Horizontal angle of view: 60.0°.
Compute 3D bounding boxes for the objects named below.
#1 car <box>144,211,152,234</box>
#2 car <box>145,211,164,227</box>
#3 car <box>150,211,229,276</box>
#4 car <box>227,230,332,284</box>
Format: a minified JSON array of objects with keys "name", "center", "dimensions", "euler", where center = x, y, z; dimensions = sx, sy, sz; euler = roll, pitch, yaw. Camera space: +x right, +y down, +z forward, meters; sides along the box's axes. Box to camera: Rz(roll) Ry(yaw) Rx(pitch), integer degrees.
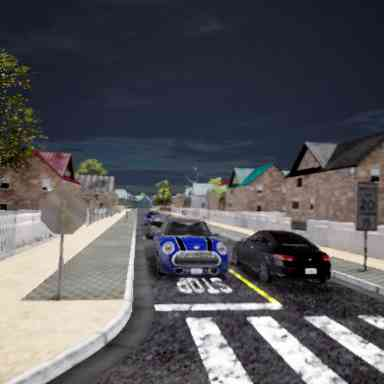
[{"name":"car","center":[-1.981,2.263,22.527],"dimensions":[2.128,1.511,4.902],"euler":[3,-3,-9]},{"name":"car","center":[-4.051,2.775,35.306],"dimensions":[1.812,1.442,4.674],"euler":[3,-3,-9]},{"name":"car","center":[-0.197,1.718,11.612],"dimensions":[2.097,1.767,4.553],"euler":[3,-2,-9]},{"name":"car","center":[2.741,1.980,10.921],"dimensions":[1.812,1.442,4.674],"euler":[2,-2,-9]}]
